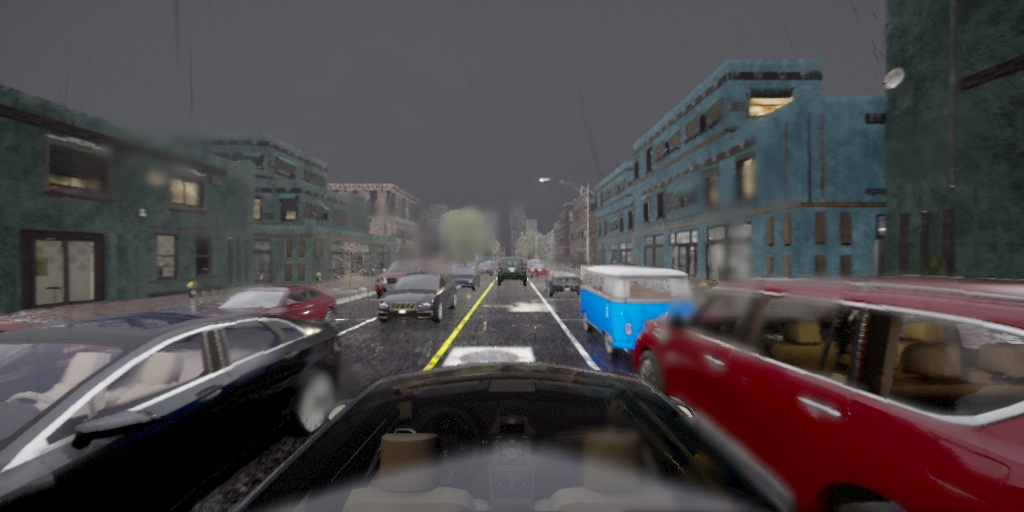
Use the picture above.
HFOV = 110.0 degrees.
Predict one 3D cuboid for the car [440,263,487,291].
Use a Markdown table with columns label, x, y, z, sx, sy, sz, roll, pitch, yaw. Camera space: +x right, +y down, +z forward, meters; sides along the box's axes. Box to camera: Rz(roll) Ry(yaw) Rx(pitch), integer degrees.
| label | x | y | z | sx | sy | sz | roll | pitch | yaw |
| --- | --- | --- | --- | --- | --- | --- | --- | --- | --- |
| car | -3.056 | 1.419 | 23.507 | 2.033 | 1.411 | 5.357 | 0 | 0 | 0 |

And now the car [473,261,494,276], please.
| label | x | y | z | sx | sy | sz | roll | pitch | yaw |
| --- | --- | --- | --- | --- | --- | --- | --- | --- | --- |
| car | -3.022 | 1.473 | 40.430 | 1.837 | 1.490 | 4.892 | 0 | -1 | 0 |

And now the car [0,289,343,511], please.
| label | x | y | z | sx | sy | sz | roll | pitch | yaw |
| --- | --- | --- | --- | --- | --- | --- | --- | --- | --- |
| car | -3.096 | 1.248 | 2.682 | 2.128 | 1.511 | 4.902 | 0 | 0 | 0 |

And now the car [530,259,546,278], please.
| label | x | y | z | sx | sy | sz | roll | pitch | yaw |
| --- | --- | --- | --- | --- | --- | --- | --- | --- | --- |
| car | 2.684 | 1.382 | 36.219 | 1.967 | 1.591 | 4.097 | 0 | 0 | 0 |

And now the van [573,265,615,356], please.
| label | x | y | z | sx | sy | sz | roll | pitch | yaw |
| --- | --- | --- | --- | --- | --- | --- | --- | --- | --- |
| van | 2.691 | 1.129 | 8.499 | 1.690 | 1.789 | 3.998 | 0 | 0 | 0 |

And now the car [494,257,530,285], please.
| label | x | y | z | sx | sy | sz | roll | pitch | yaw |
| --- | --- | --- | --- | --- | --- | --- | --- | --- | --- |
| car | 0.037 | 1.120 | 27.919 | 2.150 | 2.045 | 5.566 | 0 | 0 | 1 |

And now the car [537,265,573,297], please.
| label | x | y | z | sx | sy | sz | roll | pitch | yaw |
| --- | --- | --- | --- | --- | --- | --- | --- | --- | --- |
| car | 2.689 | 1.401 | 19.587 | 2.007 | 1.370 | 4.403 | 0 | 0 | 0 |

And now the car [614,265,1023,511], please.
| label | x | y | z | sx | sy | sz | roll | pitch | yaw |
| --- | --- | --- | --- | --- | --- | --- | --- | --- | --- |
| car | 2.693 | 1.072 | 2.955 | 2.192 | 1.841 | 5.009 | 0 | 0 | 0 |

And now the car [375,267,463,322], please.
| label | x | y | z | sx | sy | sz | roll | pitch | yaw |
| --- | --- | --- | --- | --- | --- | --- | --- | --- | --- |
| car | -3.097 | 1.314 | 12.567 | 1.837 | 1.490 | 4.892 | 0 | 0 | 0 |

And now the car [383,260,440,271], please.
| label | x | y | z | sx | sy | sz | roll | pitch | yaw |
| --- | --- | --- | --- | --- | --- | --- | --- | --- | --- |
| car | -5.693 | 1.164 | 19.585 | 2.192 | 1.841 | 5.009 | 0 | 0 | 0 |

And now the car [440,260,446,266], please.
| label | x | y | z | sx | sy | sz | roll | pitch | yaw |
| --- | --- | --- | --- | --- | --- | --- | --- | --- | --- |
| car | -5.693 | 1.195 | 25.129 | 2.192 | 1.841 | 5.009 | 0 | 0 | 0 |

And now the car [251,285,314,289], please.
| label | x | y | z | sx | sy | sz | roll | pitch | yaw |
| --- | --- | --- | --- | --- | --- | --- | --- | --- | --- |
| car | -5.690 | 1.370 | 8.497 | 1.802 | 1.307 | 4.207 | 0 | 0 | 0 |
